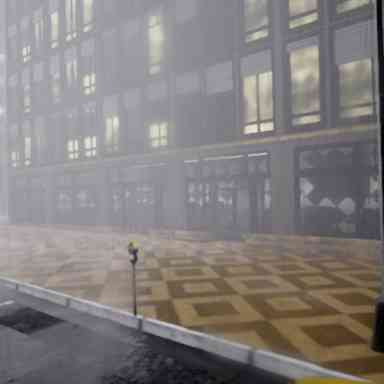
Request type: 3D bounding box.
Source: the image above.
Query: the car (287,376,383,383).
[{"bbox_3d":[2.304,1.512,1.095,4.829,1.417,1.752,-1,-1,36],"label":"car"}]
